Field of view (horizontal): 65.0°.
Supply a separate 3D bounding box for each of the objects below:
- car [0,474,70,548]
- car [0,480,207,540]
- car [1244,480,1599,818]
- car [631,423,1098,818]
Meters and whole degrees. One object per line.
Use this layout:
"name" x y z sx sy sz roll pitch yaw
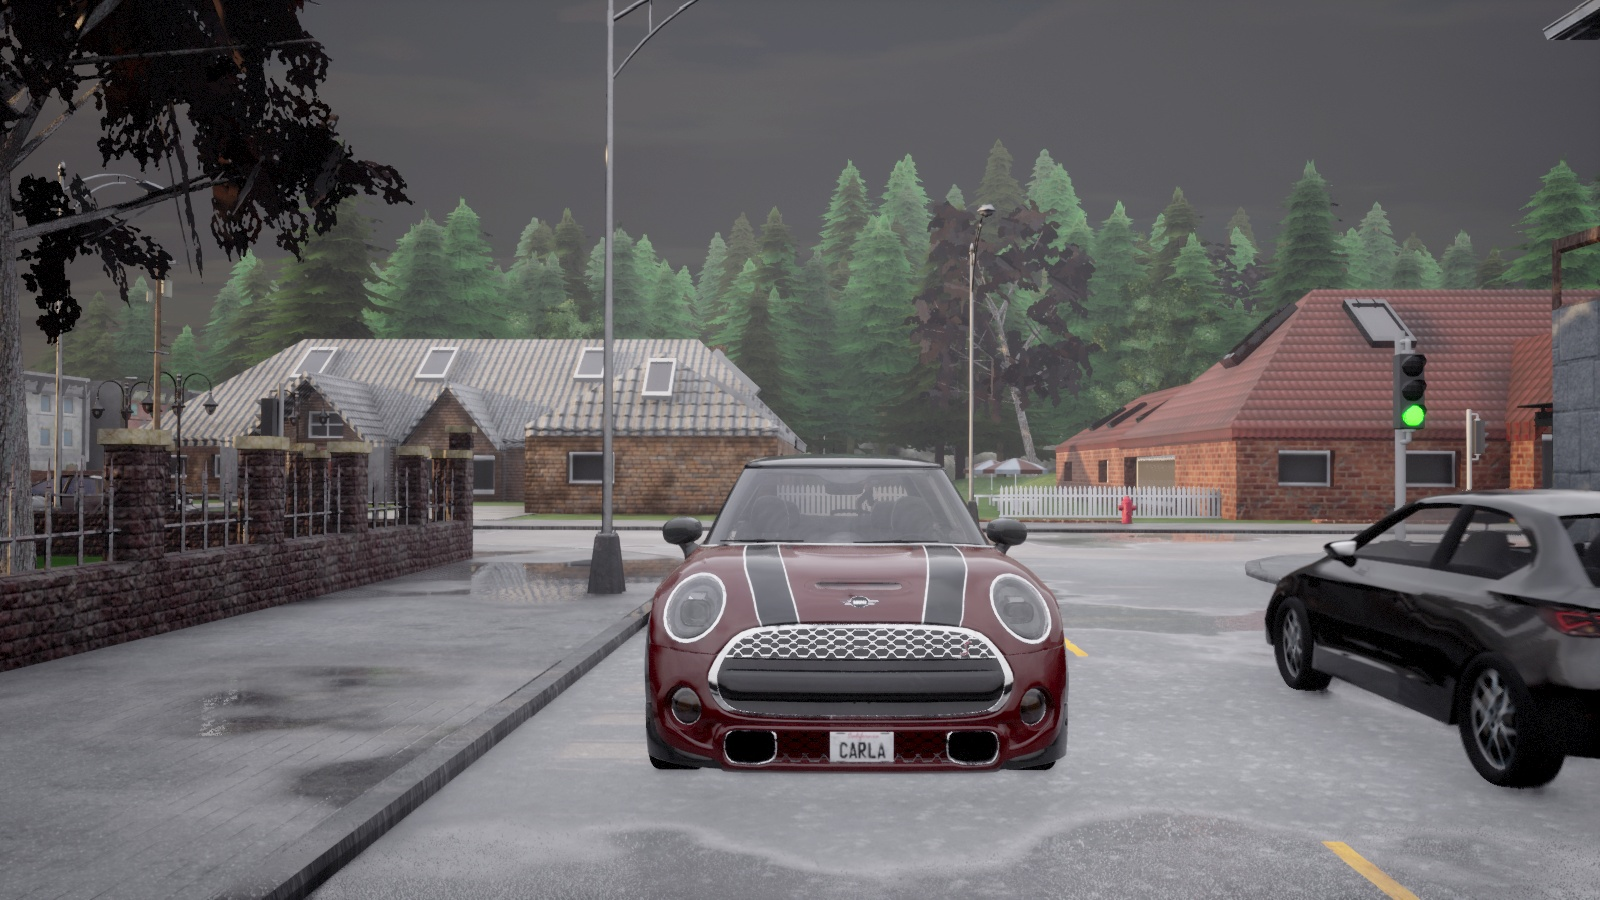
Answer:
"car" -18.574 1.289 27.041 4.514 1.525 2.007 0 -1 0
"car" -17.772 1.453 31.003 5.357 1.411 2.033 0 -1 4
"car" 4.335 0.940 7.718 1.816 1.474 4.193 0 -1 2
"car" 0.271 0.805 7.943 2.097 1.767 4.553 0 -1 0
